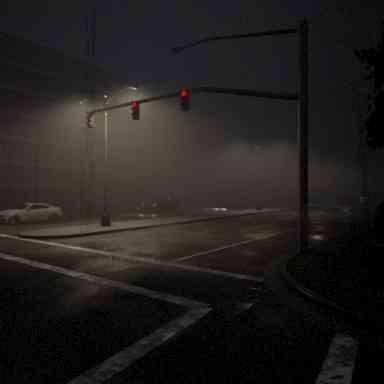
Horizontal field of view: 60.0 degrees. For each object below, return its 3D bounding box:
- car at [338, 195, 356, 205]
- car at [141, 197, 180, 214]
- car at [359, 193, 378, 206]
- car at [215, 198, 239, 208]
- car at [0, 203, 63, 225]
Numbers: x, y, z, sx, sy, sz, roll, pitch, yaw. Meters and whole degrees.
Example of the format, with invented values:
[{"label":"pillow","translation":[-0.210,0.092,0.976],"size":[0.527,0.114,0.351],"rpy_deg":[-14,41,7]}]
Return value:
[{"label":"car","translation":[26.667,1.352,57.152],"size":[2.097,1.767,4.553],"rpy_deg":[0,0,36]},{"label":"car","translation":[-3.345,1.350,35.689],"size":[2.097,1.767,4.553],"rpy_deg":[0,0,36]},{"label":"car","translation":[28.732,1.221,54.038],"size":[2.150,2.045,5.566],"rpy_deg":[0,0,36]},{"label":"car","translation":[4.944,1.564,47.104],"size":[1.994,1.385,4.181],"rpy_deg":[0,0,35]},{"label":"car","translation":[-11.741,1.526,24.120],"size":[1.812,1.442,4.674],"rpy_deg":[0,0,36]}]
